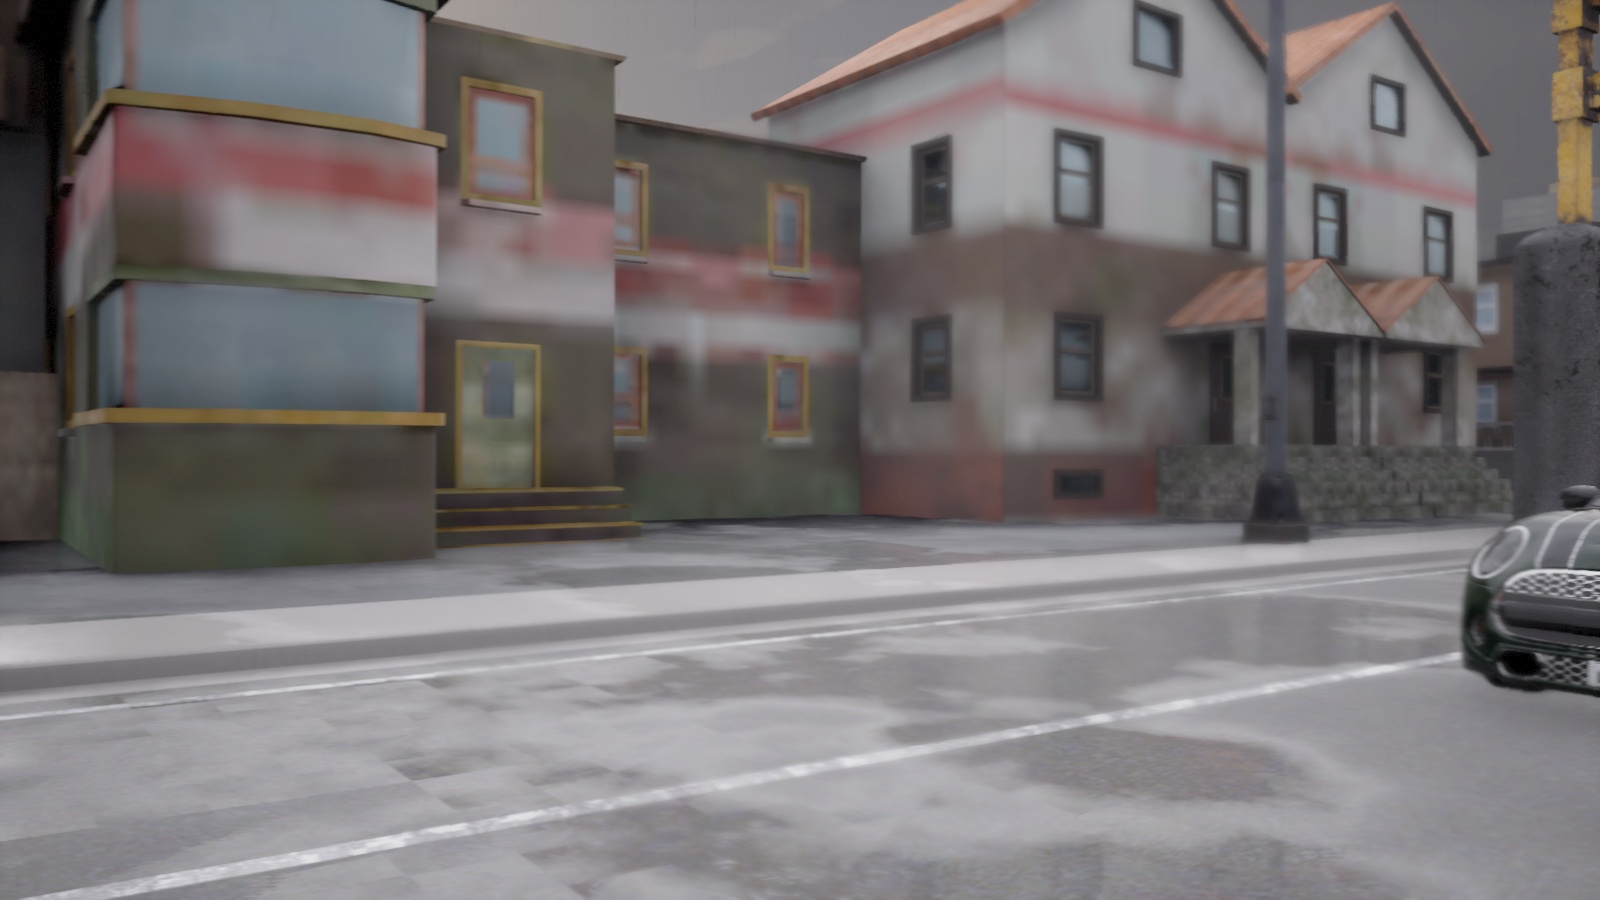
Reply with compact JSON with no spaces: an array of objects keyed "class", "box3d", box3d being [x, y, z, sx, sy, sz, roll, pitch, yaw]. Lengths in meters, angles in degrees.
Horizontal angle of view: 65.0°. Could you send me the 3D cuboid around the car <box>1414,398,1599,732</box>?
[{"class":"car","box3d":[6.127,0.610,7.924,4.553,1.767,2.097,0,0,-35]}]
